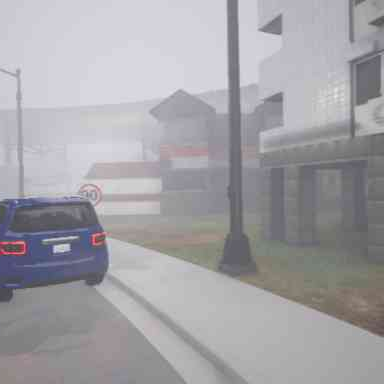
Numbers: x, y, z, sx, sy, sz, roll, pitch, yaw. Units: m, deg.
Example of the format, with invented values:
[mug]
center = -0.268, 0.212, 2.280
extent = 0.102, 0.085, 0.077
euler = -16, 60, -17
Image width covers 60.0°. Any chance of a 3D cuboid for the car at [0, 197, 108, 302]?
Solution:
[car]
center = -3.943, 1.145, 8.487
extent = 2.150, 2.045, 5.566
euler = -2, 1, -34
